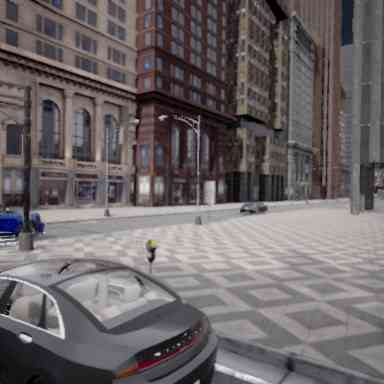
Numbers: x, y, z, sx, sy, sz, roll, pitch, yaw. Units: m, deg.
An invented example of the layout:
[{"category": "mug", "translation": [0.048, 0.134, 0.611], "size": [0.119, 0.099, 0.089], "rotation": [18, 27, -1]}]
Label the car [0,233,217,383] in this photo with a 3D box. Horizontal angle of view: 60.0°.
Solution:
[{"category": "car", "translation": [-1.787, 1.541, 4.235], "size": [4.403, 1.369, 2.008], "rotation": [0, 1, 36]}]

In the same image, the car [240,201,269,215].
[{"category": "car", "translation": [7.058, 1.726, 37.273], "size": [1.994, 1.385, 4.181], "rotation": [1, 0, 35]}]

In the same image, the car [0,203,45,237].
[{"category": "car", "translation": [-9.313, 1.248, 14.318], "size": [2.150, 2.045, 5.566], "rotation": [1, 0, 36]}]
